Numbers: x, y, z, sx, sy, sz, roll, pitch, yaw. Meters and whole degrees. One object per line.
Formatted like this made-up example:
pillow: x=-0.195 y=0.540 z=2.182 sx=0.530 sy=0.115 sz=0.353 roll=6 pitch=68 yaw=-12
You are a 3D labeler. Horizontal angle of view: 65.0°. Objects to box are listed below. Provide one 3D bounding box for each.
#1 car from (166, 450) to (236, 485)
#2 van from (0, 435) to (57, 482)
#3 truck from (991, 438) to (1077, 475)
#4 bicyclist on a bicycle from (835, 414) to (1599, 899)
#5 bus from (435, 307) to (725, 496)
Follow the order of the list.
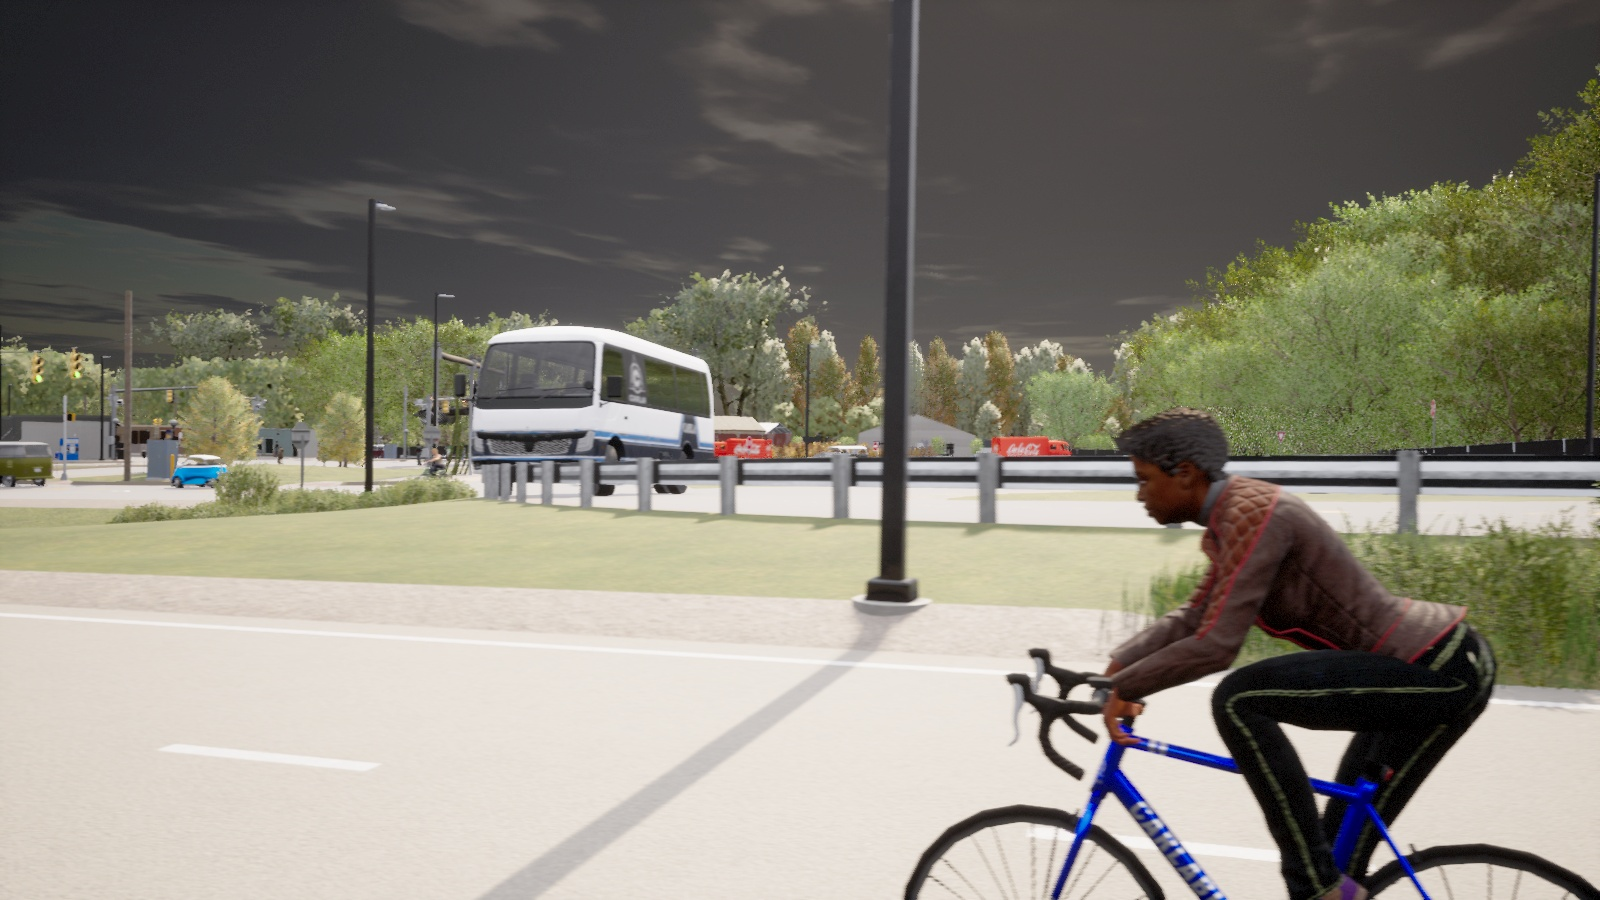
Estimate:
car: x=-24.801 y=0.695 z=52.035 sx=2.207 sy=1.376 sz=1.481 roll=0 pitch=1 yaw=18
van: x=-35.267 y=0.357 z=55.426 sx=4.442 sy=1.987 sz=1.775 roll=0 pitch=1 yaw=18
truck: x=15.818 y=0.458 z=85.126 sx=5.204 sy=2.467 sz=2.627 roll=0 pitch=0 yaw=-5
bicyclist on a bicycle: x=0.959 y=0.734 z=2.870 sx=1.656 sy=1.620 sz=0.582 roll=0 pitch=1 yaw=19
bus: x=-5.369 y=-0.957 z=33.692 sx=3.944 sy=4.253 sz=10.273 roll=0 pitch=-2 yaw=13
